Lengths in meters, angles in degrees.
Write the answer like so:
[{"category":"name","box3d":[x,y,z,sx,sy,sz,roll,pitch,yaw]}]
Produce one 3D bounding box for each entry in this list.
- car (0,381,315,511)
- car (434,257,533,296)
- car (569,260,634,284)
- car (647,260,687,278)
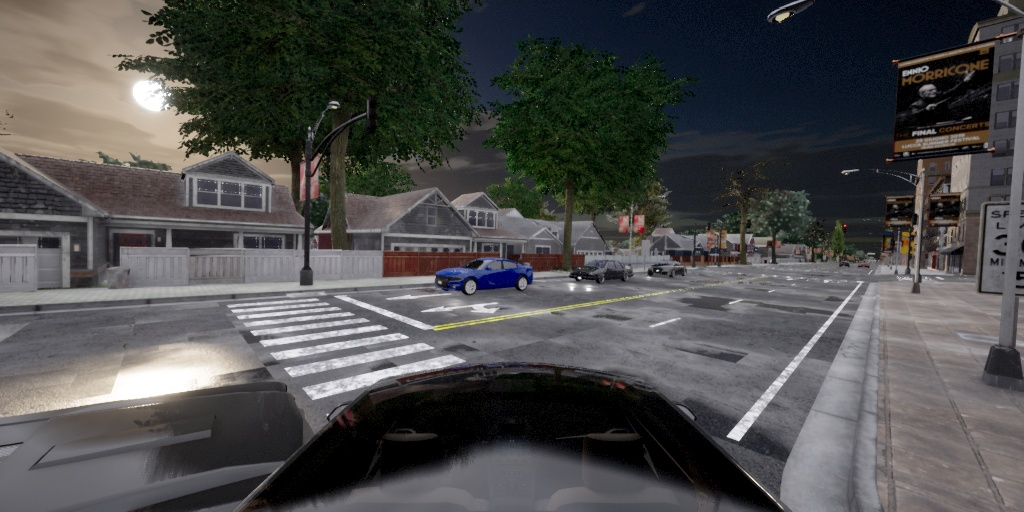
[{"category":"car","box3d":[-3.308,1.293,1.244,4.718,1.301,1.895,1,2,-34]},{"category":"car","box3d":[-1.159,0.825,16.437,5.008,1.535,1.882,0,2,-44]},{"category":"car","box3d":[5.987,0.946,23.378,5.357,1.411,2.033,0,2,-44]},{"category":"car","box3d":[13.164,1.017,30.321,4.181,1.385,1.994,0,2,-45]}]
